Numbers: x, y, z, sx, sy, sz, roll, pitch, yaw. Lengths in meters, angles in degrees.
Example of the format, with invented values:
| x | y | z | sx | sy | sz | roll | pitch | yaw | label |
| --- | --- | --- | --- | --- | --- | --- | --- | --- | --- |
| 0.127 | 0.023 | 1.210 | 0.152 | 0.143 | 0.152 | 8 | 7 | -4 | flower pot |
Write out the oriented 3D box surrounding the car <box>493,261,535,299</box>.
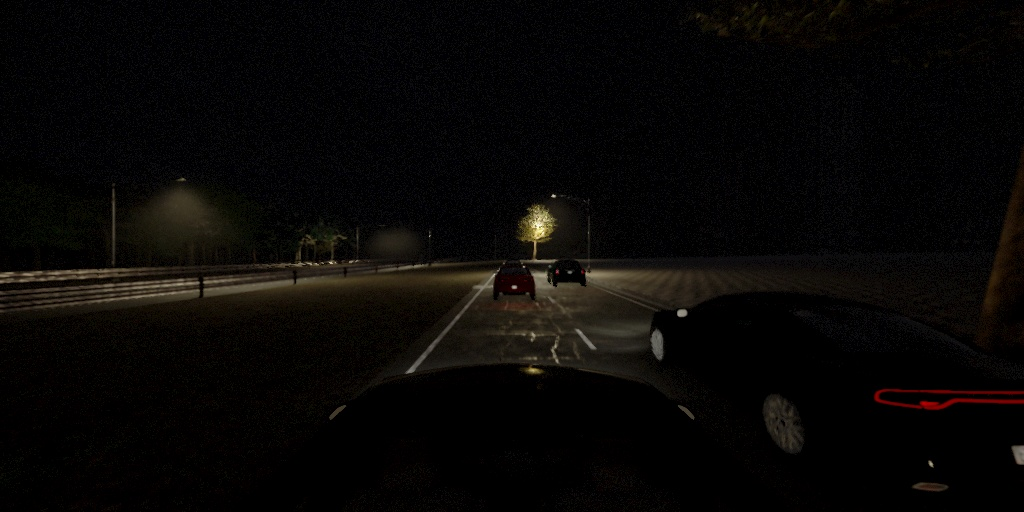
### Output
| x | y | z | sx | sy | sz | roll | pitch | yaw | label |
| --- | --- | --- | --- | --- | --- | --- | --- | --- | --- |
| 0.110 | 1.183 | 17.820 | 1.882 | 1.535 | 5.008 | 0 | 0 | 0 | car |

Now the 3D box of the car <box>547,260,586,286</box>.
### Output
| x | y | z | sx | sy | sz | roll | pitch | yaw | label |
| --- | --- | --- | --- | --- | --- | --- | --- | --- | --- |
| 3.599 | 1.029 | 24.309 | 2.097 | 1.767 | 4.553 | 0 | 0 | 0 | car |

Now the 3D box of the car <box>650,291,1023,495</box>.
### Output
| x | y | z | sx | sy | sz | roll | pitch | yaw | label |
| --- | --- | --- | --- | --- | --- | --- | --- | --- | --- |
| 3.600 | 1.222 | 4.961 | 1.882 | 1.535 | 5.008 | 0 | 0 | 0 | car |
